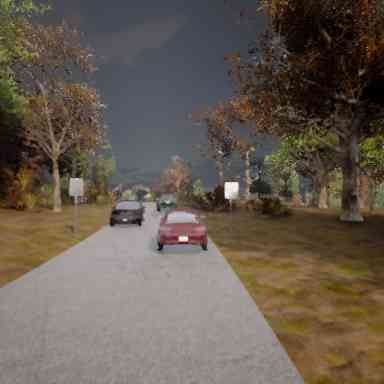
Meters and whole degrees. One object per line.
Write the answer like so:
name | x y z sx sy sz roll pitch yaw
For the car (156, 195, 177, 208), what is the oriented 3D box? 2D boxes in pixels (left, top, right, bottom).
car | -2.748 1.071 35.681 2.097 1.767 4.553 1 0 -8

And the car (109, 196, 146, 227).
car | -3.935 1.247 20.846 1.882 1.535 5.008 1 0 -5

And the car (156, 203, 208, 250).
car | -0.426 1.393 13.538 1.812 1.442 4.674 0 1 -3
